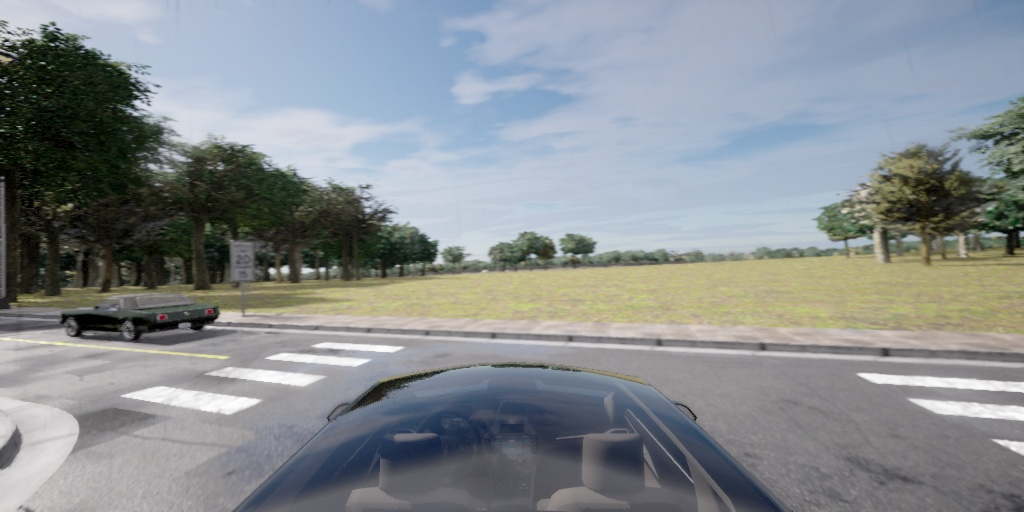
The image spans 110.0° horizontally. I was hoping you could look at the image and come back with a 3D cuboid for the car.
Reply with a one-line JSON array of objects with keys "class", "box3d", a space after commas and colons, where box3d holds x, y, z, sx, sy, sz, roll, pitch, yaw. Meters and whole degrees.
[{"class": "car", "box3d": [-11.933, 1.864, 11.481, 4.718, 1.301, 1.895, -2, -1, 18]}]
